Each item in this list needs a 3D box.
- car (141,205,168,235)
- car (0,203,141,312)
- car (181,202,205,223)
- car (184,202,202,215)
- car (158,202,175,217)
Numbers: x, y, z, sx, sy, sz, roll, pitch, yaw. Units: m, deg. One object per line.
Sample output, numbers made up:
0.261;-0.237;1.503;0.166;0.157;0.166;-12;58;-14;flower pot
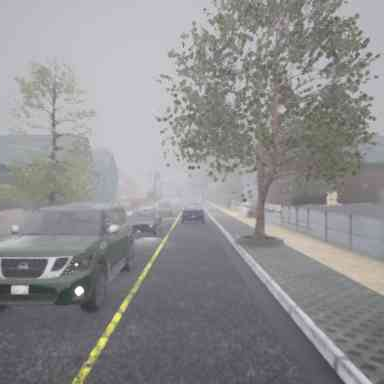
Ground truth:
-2.841;1.753;20.482;2.033;1.411;5.357;0;-1;0;car
-2.849;1.309;8.262;2.150;2.045;5.566;0;-1;0;car
0.103;1.757;28.148;1.882;1.535;5.008;0;0;0;car
0.102;1.952;41.277;2.033;1.411;5.357;0;-1;0;car
-2.849;1.853;35.456;1.837;1.490;4.892;0;0;0;car
